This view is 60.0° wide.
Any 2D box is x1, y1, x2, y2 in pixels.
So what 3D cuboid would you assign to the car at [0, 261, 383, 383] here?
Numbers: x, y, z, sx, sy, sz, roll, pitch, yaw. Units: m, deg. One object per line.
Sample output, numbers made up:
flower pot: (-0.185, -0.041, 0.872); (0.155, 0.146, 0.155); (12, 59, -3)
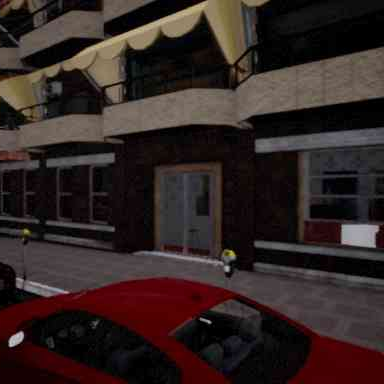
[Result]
car: (-0.571, 1.565, 3.269); (4.507, 1.381, 1.887); (-1, 0, 36)
